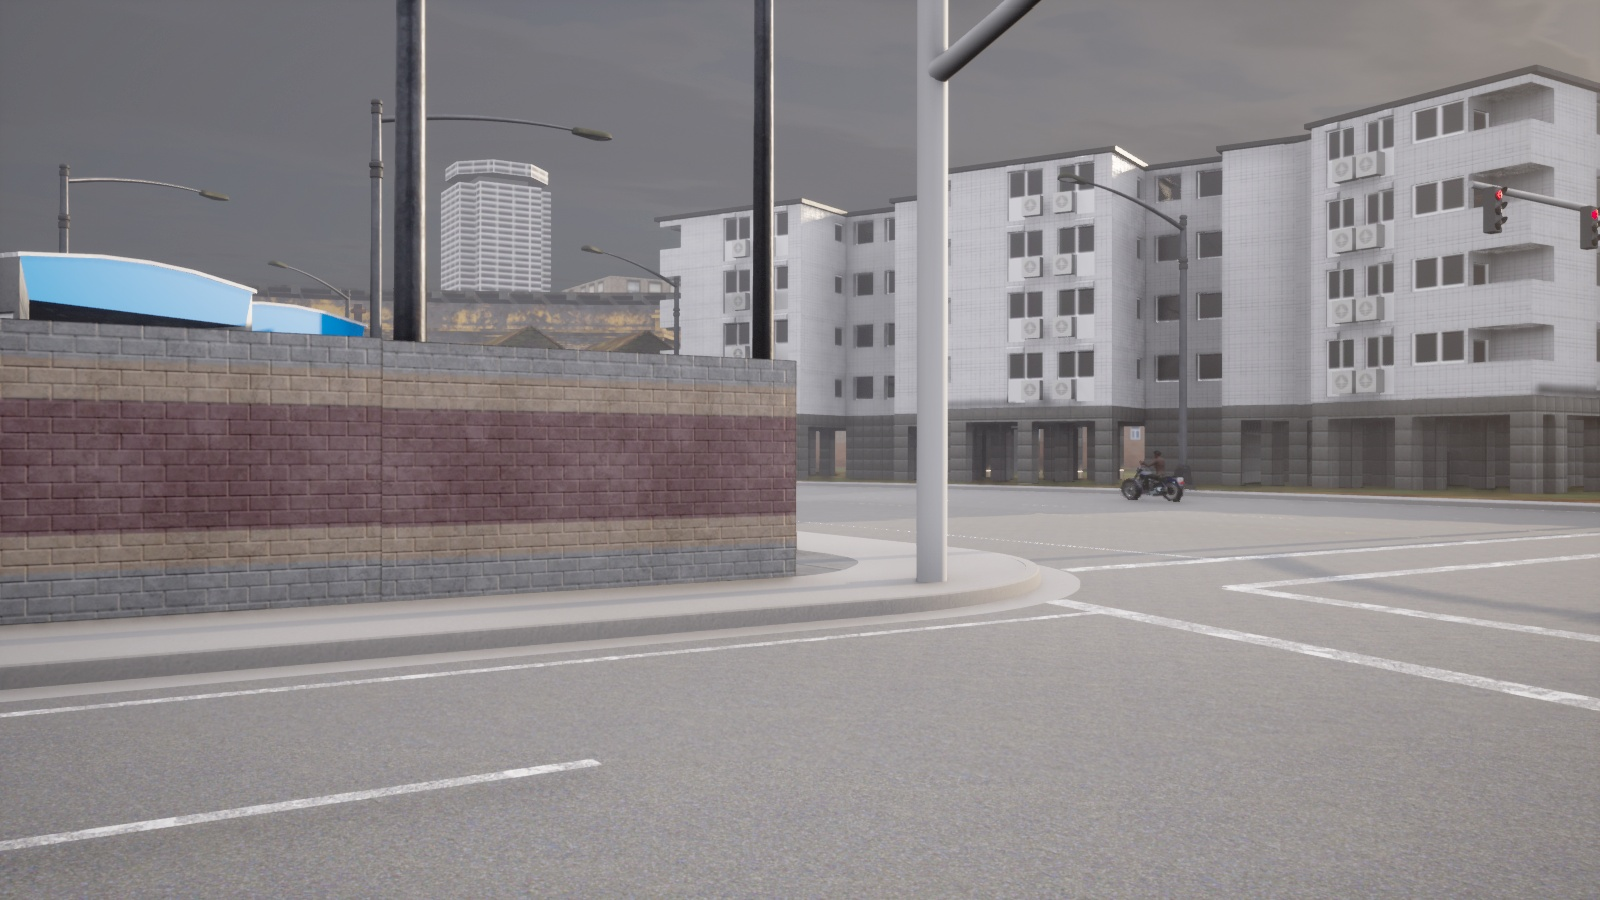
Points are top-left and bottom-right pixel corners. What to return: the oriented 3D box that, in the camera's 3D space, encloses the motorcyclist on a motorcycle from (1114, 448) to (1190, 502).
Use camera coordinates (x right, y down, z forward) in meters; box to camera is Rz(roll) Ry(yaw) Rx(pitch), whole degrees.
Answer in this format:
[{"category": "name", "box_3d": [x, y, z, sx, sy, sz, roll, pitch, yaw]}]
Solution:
[{"category": "motorcyclist on a motorcycle", "box_3d": [10.952, 0.768, 39.166, 0.766, 1.649, 2.350, 0, 0, -34]}]
